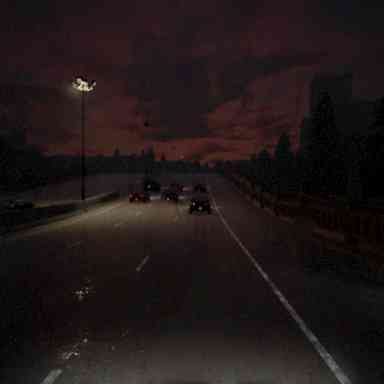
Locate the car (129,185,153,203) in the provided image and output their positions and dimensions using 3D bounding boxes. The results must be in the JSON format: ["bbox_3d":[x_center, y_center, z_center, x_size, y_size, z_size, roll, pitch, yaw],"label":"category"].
[{"bbox_3d":[-6.094,0.418,38.990,1.812,1.442,4.674,0,5,1],"label":"car"}]

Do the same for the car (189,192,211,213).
[{"bbox_3d":[0.732,1.057,30.279,1.812,1.442,4.674,0,3,1],"label":"car"}]

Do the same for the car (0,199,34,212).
[{"bbox_3d":[-13.495,1.290,24.547,2.128,1.511,4.902,0,2,1],"label":"car"}]

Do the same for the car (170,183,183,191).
[{"bbox_3d":[-2.381,-0.704,49.604,1.994,1.385,4.181,0,7,1],"label":"car"}]

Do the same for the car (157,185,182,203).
[{"bbox_3d":[-2.591,0.364,39.296,1.837,1.490,4.892,0,5,1],"label":"car"}]

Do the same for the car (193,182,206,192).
[{"bbox_3d":[1.098,-0.668,48.618,2.128,1.511,4.902,0,7,1],"label":"car"}]

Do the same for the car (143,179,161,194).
[{"bbox_3d":[-5.900,-0.944,48.789,2.150,2.045,5.566,0,7,1],"label":"car"}]
